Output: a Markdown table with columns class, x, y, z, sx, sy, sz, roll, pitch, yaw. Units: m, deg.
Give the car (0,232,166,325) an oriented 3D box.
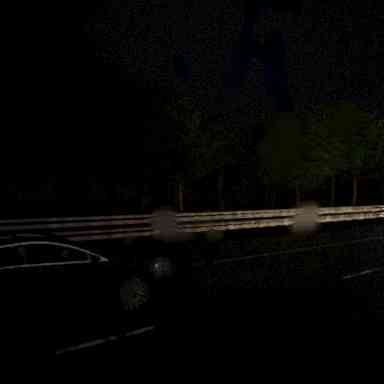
| class | x | y | z | sx | sy | sz | roll | pitch | yaw |
| --- | --- | --- | --- | --- | --- | --- | --- | --- | --- |
| car | -2.801 | 1.499 | 6.046 | 4.902 | 1.511 | 2.128 | 0 | 0 | -35 |
